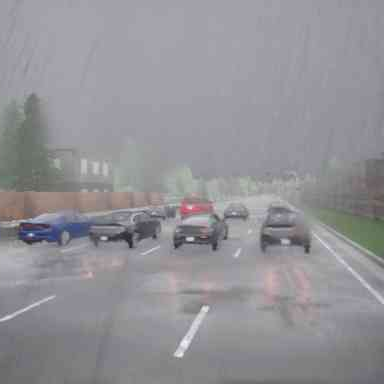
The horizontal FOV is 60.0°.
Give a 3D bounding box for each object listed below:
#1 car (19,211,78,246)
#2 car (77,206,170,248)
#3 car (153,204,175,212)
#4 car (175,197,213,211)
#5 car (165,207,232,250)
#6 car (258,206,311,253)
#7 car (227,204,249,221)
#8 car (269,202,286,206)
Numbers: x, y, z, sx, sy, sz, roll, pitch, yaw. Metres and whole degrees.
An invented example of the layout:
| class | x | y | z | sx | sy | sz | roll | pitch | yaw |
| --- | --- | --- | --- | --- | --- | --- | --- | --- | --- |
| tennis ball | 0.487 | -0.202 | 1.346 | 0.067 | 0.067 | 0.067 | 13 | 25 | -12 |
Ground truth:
| class | x | y | z | sx | sy | sz | roll | pitch | yaw |
| --- | --- | --- | --- | --- | --- | --- | --- | --- | --- |
| car | -6.309 | 1.683 | 16.666 | 1.882 | 1.535 | 5.008 | -1 | 0 | 14 |
| car | -2.950 | 1.647 | 15.674 | 2.128 | 1.511 | 4.902 | -1 | 0 | 14 |
| car | -2.850 | 1.829 | 31.047 | 1.994 | 1.385 | 4.181 | -1 | 0 | 14 |
| car | 0.489 | 1.430 | 29.998 | 2.150 | 2.045 | 5.566 | -1 | 0 | 14 |
| car | 0.480 | 1.629 | 14.960 | 1.812 | 1.442 | 4.674 | -1 | 0 | 14 |
| car | 3.857 | 1.545 | 14.043 | 2.128 | 1.511 | 4.902 | -1 | 0 | 14 |
| car | 3.956 | 1.728 | 29.408 | 1.994 | 1.385 | 4.181 | -1 | 0 | 14 |
| car | 7.365 | 1.621 | 28.627 | 1.837 | 1.490 | 4.892 | -1 | 0 | 14 |
